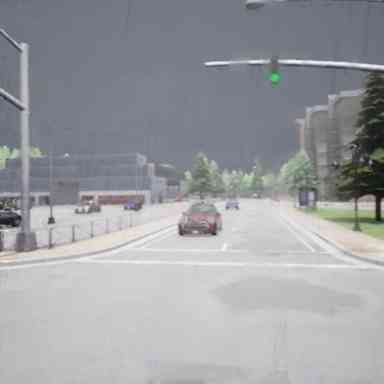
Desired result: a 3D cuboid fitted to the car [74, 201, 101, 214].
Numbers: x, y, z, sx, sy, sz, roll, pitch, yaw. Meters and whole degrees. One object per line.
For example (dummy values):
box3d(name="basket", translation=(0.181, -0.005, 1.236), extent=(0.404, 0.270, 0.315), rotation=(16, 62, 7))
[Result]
box3d(name="car", translation=(-12.775, 1.897, 40.914), extent=(1.970, 1.475, 3.806), rotation=(-1, 0, 11))

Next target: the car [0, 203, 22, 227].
box3d(name="car", translation=(-13.395, 1.709, 22.073), extent=(2.007, 1.523, 4.514), rotation=(-1, 0, 11))

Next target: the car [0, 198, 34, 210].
box3d(name="car", translation=(-26.651, 1.891, 51.313), extent=(1.932, 1.855, 4.605), rotation=(-1, 0, 11))

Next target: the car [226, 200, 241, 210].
box3d(name="car", translation=(5.889, 1.839, 48.337), extent=(1.812, 1.442, 4.674), rotation=(-1, 0, 10))

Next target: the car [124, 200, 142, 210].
box3d(name="car", translation=(-8.434, 1.880, 47.630), extent=(1.845, 1.501, 3.633), rotation=(-1, 0, 11))

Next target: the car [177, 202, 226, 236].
box3d(name="car", translation=(0.559, 1.503, 19.428), extent=(2.097, 1.767, 4.553), rotation=(-1, -1, 10))
